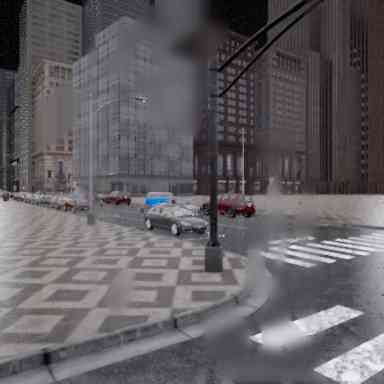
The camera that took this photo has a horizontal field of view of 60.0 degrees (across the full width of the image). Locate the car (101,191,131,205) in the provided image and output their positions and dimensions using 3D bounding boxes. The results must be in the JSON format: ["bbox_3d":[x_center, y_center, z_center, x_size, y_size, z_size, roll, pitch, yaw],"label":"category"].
[{"bbox_3d":[-9.817,0.760,44.217,2.192,1.841,5.009,1,0,-35],"label":"car"}]

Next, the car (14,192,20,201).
[{"bbox_3d":[-26.271,0.698,52.613,1.967,1.590,4.097,1,0,-35],"label":"car"}]

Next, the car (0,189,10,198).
[{"bbox_3d":[-38.947,0.607,70.394,1.947,1.339,4.313,1,0,-35],"label":"car"}]

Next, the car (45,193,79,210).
[{"bbox_3d":[-13.598,1.071,34.830,2.008,1.369,4.403,1,0,-35],"label":"car"}]

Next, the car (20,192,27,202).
[{"bbox_3d":[-23.104,0.871,48.168,2.008,1.369,4.403,1,0,-35],"label":"car"}]

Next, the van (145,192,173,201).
[{"bbox_3d":[-3.479,0.924,35.324,1.690,1.788,3.998,1,0,-35],"label":"van"}]

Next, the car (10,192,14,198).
[{"bbox_3d":[-29.441,0.744,57.058,1.887,1.381,4.507,1,0,-35],"label":"car"}]

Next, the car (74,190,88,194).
[{"bbox_3d":[-16.333,0.880,48.871,1.812,1.442,4.674,0,1,-35],"label":"car"}]

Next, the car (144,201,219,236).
[{"bbox_3d":[-0.925,1.364,17.048,2.008,1.369,4.403,1,0,-35],"label":"car"}]

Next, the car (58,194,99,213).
[{"bbox_3d":[-10.430,1.136,30.385,1.887,1.381,4.507,1,0,-35],"label":"car"}]

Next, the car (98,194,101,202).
[{"bbox_3d":[-12.989,0.928,48.664,2.008,1.369,4.403,1,0,-35],"label":"car"}]

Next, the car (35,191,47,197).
[{"bbox_3d":[-38.340,0.488,84.230,1.887,1.381,4.507,0,0,-35],"label":"car"}]

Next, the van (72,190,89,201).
[{"bbox_3d":[-19.325,0.591,57.555,1.690,1.788,3.998,1,0,-35],"label":"van"}]

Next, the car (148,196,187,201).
[{"bbox_3d":[-1.517,1.279,28.165,1.895,1.301,4.718,0,1,-36],"label":"car"}]

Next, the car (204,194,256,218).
[{"bbox_3d":[2.859,1.044,26.432,2.192,1.841,5.009,1,0,-35],"label":"car"}]

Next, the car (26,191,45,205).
[{"bbox_3d":[-19.936,0.936,43.722,2.008,1.369,4.403,1,0,-35],"label":"car"}]
